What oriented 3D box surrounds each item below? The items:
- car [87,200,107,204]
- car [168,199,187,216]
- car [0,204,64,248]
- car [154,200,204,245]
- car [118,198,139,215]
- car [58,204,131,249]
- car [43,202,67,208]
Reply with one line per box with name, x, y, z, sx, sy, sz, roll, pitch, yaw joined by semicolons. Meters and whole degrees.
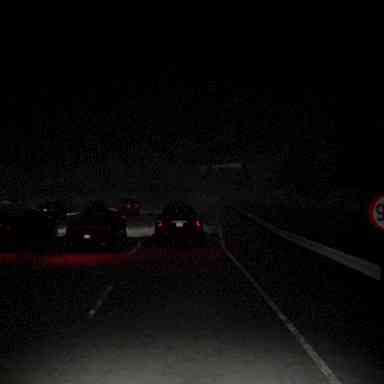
car;-10.352;1.560;35.999;2.128;1.511;4.902;0;0;-10
car;-1.411;1.558;33.847;1.837;1.490;4.892;0;0;-1
car;-7.618;1.511;14.948;1.882;1.535;5.008;0;0;-4
car;-0.685;1.378;15.902;2.097;1.767;4.553;0;0;-4
car;-6.561;1.414;34.587;2.097;1.767;4.553;0;0;-9
car;-4.096;1.506;14.832;1.882;1.535;5.008;0;0;-4
car;-13.023;1.612;31.074;2.033;1.411;5.357;0;0;-9
